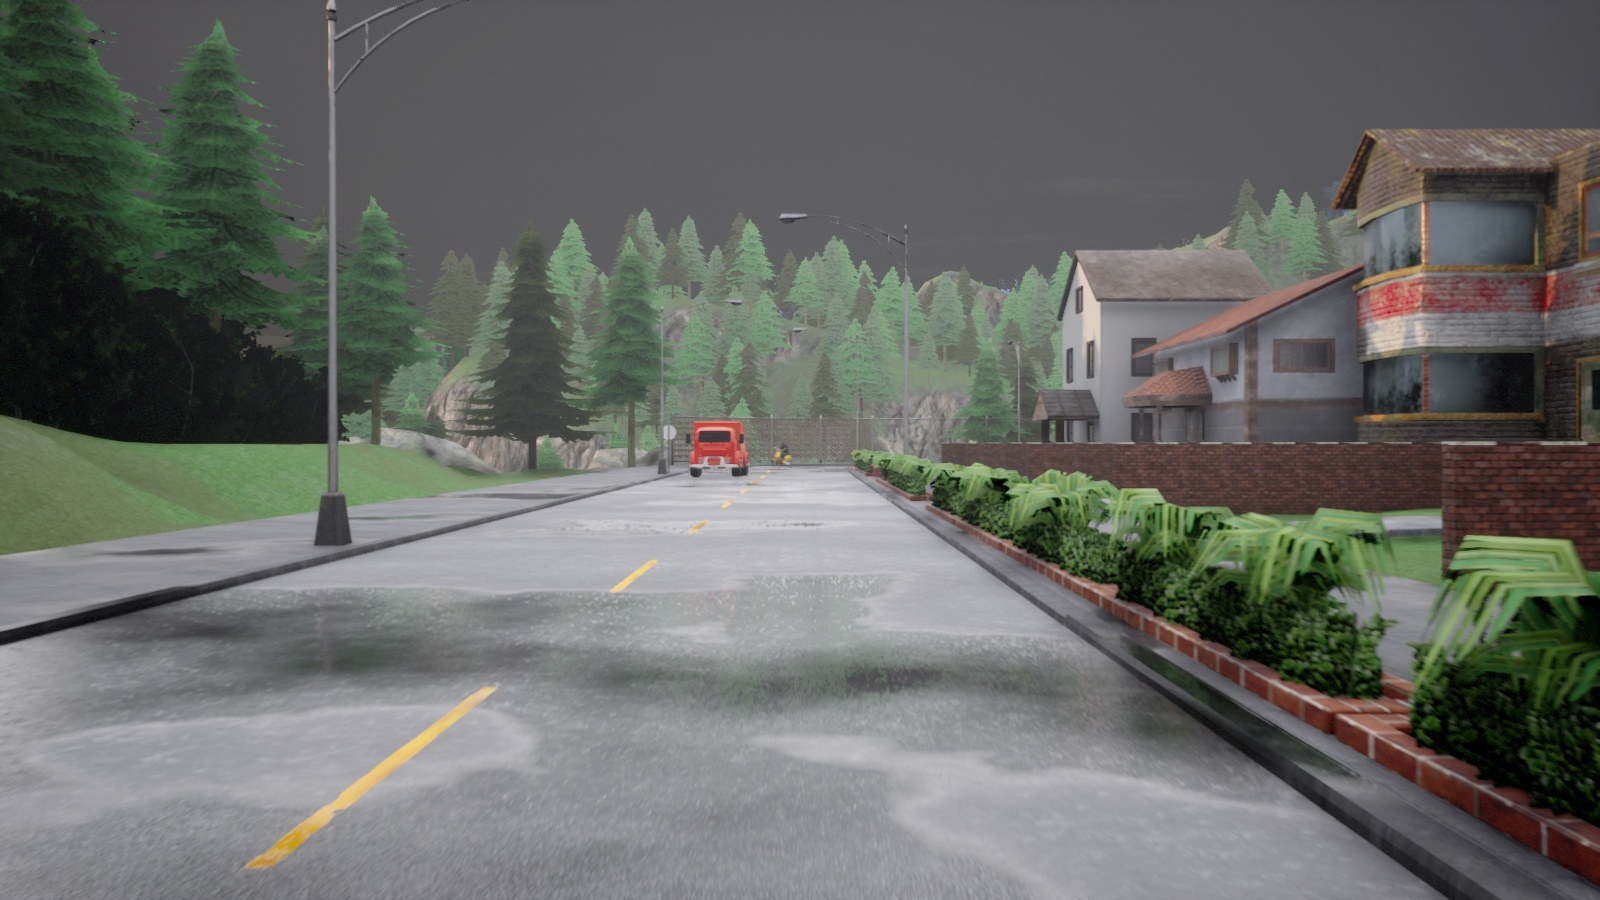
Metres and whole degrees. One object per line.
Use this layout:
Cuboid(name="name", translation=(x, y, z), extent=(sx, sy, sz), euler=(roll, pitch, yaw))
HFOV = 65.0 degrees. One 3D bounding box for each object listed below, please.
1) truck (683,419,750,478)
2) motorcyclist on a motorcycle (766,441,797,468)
Cuboid(name="truck", translation=(-3.663, -0.050, 55.972), extent=(2.627, 2.467, 5.204), euler=(0, 0, 0))
Cuboid(name="motorcyclist on a motorcycle", translation=(-1.153, 0.265, 77.415), extent=(0.866, 1.590, 1.817), euler=(2, 2, 41))
